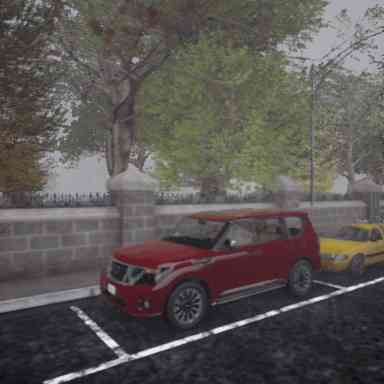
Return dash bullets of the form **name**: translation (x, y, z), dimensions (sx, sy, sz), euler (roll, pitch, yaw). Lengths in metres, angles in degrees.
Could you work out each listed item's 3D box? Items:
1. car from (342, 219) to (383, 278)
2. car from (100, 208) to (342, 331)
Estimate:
- **car**: translation (5.070, 1.527, 10.175), dimensions (4.829, 1.417, 1.752), euler (0, 0, -36)
- **car**: translation (0.701, 1.316, 7.056), dimensions (5.009, 1.841, 2.192), euler (0, 0, -36)
